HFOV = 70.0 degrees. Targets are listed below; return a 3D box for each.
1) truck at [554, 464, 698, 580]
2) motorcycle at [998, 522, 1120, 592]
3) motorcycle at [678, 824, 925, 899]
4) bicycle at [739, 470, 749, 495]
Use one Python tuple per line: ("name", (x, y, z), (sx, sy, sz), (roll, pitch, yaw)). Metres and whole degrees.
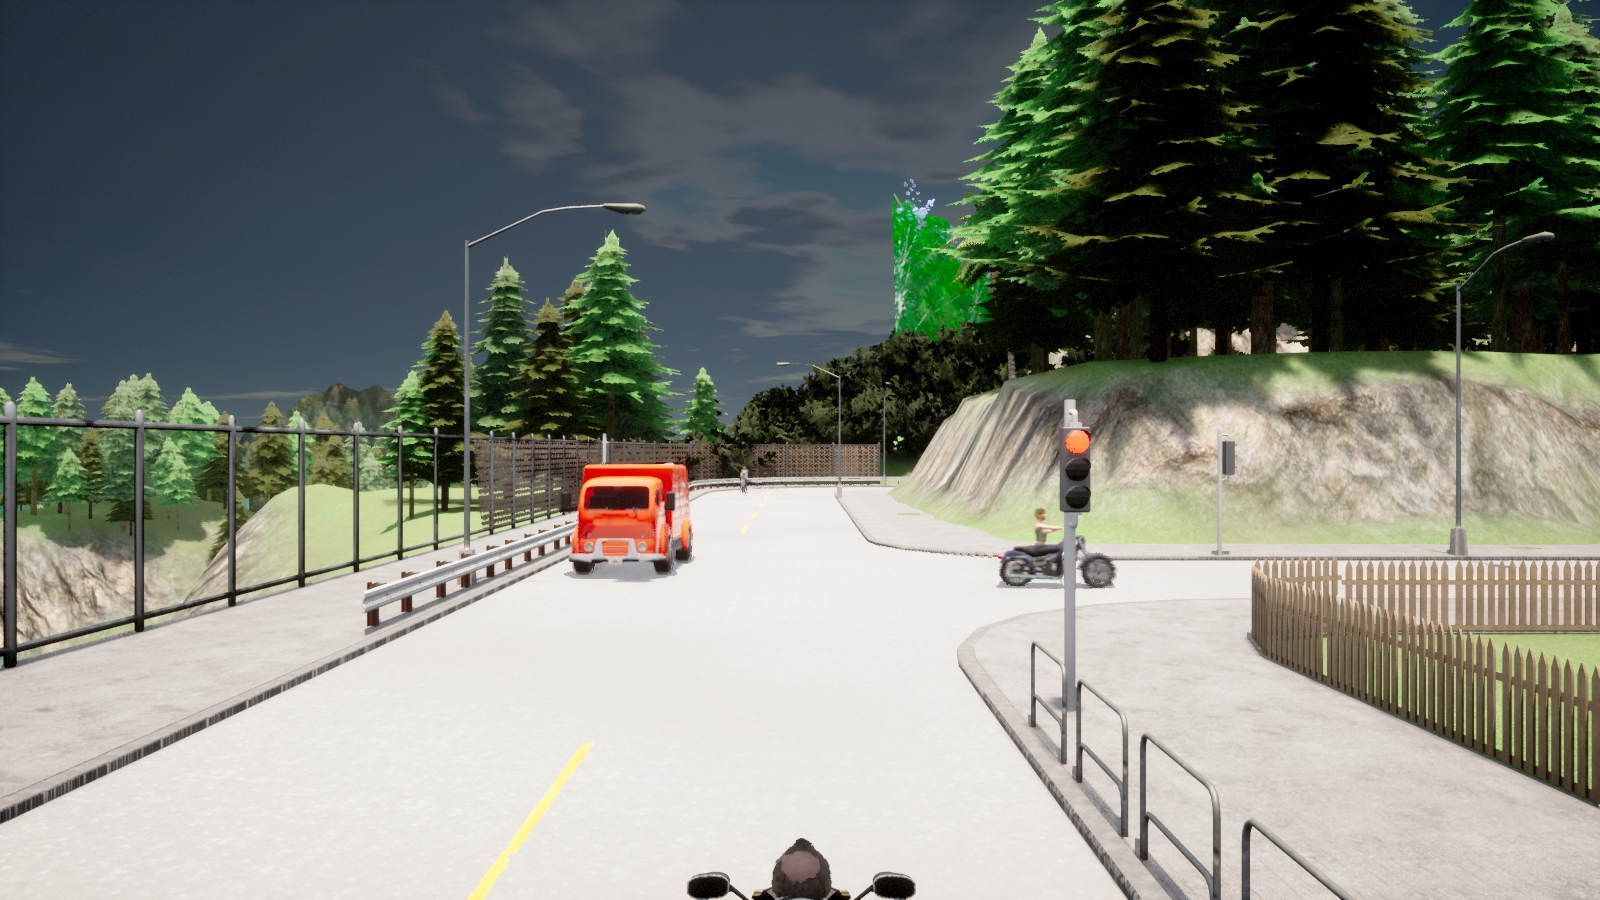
("truck", (-3.973, 1.573, 27.161), (2.627, 2.467, 5.204), (0, 0, 0))
("motorcycle", (5.221, 2.155, 23.168), (2.356, 1.307, 0.764), (0, -1, 8))
("motorcycle", (0.004, 2.205, 3.723), (0.867, 1.251, 2.209), (0, 0, 0))
("bicycle", (-3.576, 2.056, 72.958), (0.373, 1.496, 1.643), (1, 0, 5))
